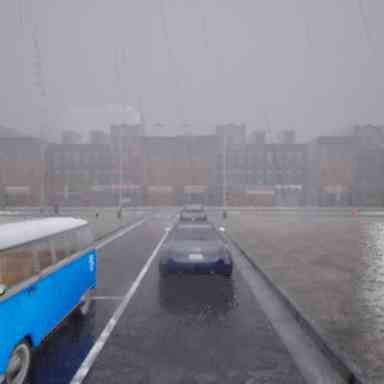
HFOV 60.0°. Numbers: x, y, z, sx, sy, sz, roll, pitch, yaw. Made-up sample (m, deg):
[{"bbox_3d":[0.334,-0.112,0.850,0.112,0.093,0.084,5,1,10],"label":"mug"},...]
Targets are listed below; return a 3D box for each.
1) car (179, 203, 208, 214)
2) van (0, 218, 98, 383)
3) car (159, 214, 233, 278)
[{"bbox_3d":[0.096,1.545,23.518,2.128,1.511,4.902,0,0,0],"label":"car"},{"bbox_3d":[-2.646,1.352,4.819,1.690,1.788,3.998,-1,0,0],"label":"van"},{"bbox_3d":[0.098,1.586,10.245,1.994,1.385,4.181,0,0,0],"label":"car"}]
